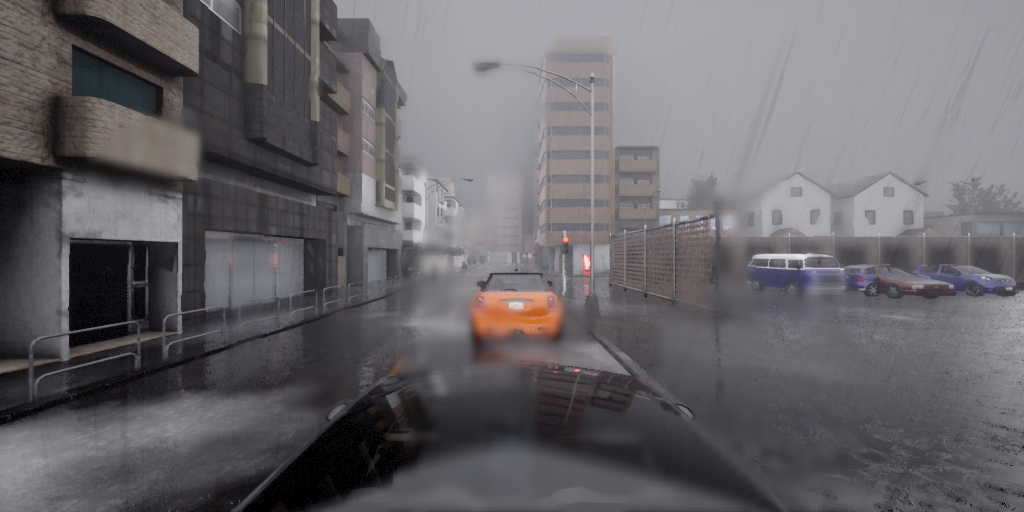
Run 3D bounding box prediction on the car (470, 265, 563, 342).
[{"bbox_3d":[0.102,1.102,9.926,2.097,1.767,4.553,0,0,0],"label":"car"}]
